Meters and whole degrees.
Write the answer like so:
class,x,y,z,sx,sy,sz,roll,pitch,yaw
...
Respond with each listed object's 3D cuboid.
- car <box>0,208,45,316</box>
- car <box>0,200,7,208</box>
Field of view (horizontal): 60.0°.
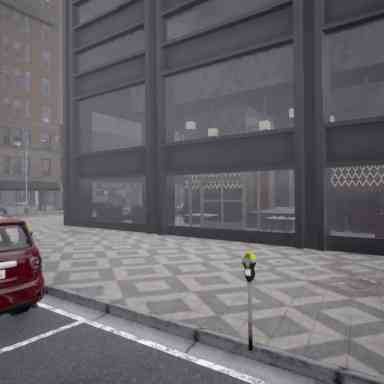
class,x,y,z,sx,sy,sz,roll,pitch,yaw
car,-4.828,1.317,6.295,5.009,1.841,2.192,0,-1,35
car,-19.250,1.503,29.964,2.097,1.767,4.553,-1,-1,36
